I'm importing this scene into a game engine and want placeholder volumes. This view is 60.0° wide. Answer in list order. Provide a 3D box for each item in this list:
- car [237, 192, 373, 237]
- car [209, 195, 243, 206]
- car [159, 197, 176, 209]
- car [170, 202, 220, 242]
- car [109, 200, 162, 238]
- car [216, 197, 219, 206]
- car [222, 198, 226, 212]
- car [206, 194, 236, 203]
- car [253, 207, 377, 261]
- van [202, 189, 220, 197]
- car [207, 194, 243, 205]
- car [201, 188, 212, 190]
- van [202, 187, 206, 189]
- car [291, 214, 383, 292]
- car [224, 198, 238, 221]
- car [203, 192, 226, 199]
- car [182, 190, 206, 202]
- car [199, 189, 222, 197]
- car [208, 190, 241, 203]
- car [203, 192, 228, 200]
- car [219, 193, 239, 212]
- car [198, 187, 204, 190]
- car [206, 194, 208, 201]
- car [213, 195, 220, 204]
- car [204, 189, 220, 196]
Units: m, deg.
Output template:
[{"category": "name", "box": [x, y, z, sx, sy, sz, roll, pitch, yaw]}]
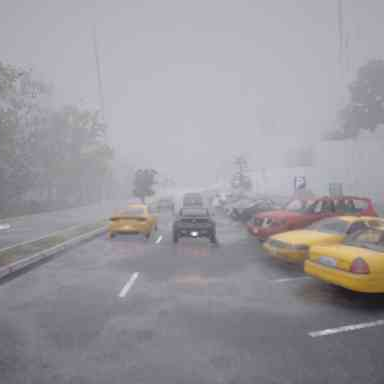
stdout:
[{"category": "car", "box": [5.050, 1.177, 13.723, 5.566, 2.045, 2.435, 1, 0, -20]}, {"category": "car", "box": [5.079, 1.236, 49.769, 4.674, 1.452, 2.002, 0, 1, -20]}, {"category": "car", "box": [-2.897, 1.343, 37.846, 2.128, 1.511, 4.902, 0, 0, 0]}, {"category": "car", "box": [0.100, 1.442, 15.960, 1.837, 1.490, 4.892, 0, 0, 0]}, {"category": "car", "box": [-2.899, 1.412, 17.292, 1.882, 1.535, 5.008, 0, 0, 0]}, {"category": "car", "box": [5.075, 1.425, 31.744, 4.674, 1.452, 2.002, 1, 1, -20]}, {"category": "car", "box": [5.075, 1.445, 25.744, 4.674, 1.452, 2.002, 1, 0, -20]}, {"category": "car", "box": [5.049, 1.076, 58.764, 4.792, 1.488, 2.163, 0, 1, -20]}, {"category": "car", "box": [4.897, 1.431, 10.671, 5.366, 1.575, 1.946, 1, 0, -20]}, {"category": "van", "box": [4.972, 0.294, 88.648, 4.442, 1.987, 1.878, 0, 1, -20]}, {"category": "car", "box": [5.246, 1.147, 52.841, 5.366, 1.575, 1.946, 0, 1, -20]}, {"category": "car", "box": [5.049, 0.605, 76.755, 4.553, 1.767, 2.185, 0, 1, -20]}, {"category": "van", "box": [5.188, 0.453, 79.788, 4.442, 1.987, 1.878, 0, 1, -20]}, {"category": "car", "box": [5.244, 1.447, 7.805, 5.366, 1.575, 1.946, 1, 0, -20]}, {"category": "car", "box": [5.065, 1.412, 22.743, 5.008, 1.535, 2.097, 1, 0, -20]}, {"category": "car", "box": [5.072, 0.823, 73.786, 4.674, 1.452, 2.002, 0, 1, -20]}, {"category": "car", "box": [0.103, 1.079, 37.080, 2.150, 2.045, 5.566, 0, 0, 0]}, {"category": "car", "box": [5.107, 0.216, 91.690, 5.566, 2.045, 2.435, 0, 1, -20]}, {"category": "car", "box": [5.102, 1.089, 37.765, 5.566, 2.045, 2.435, 1, 0, -20]}, {"category": "car", "box": [5.050, 0.865, 70.768, 4.792, 1.488, 2.163, 0, 1, -20]}, {"category": "car", "box": [5.105, 1.270, 28.754, 4.553, 1.767, 2.185, 1, 0, -20]}, {"category": "car", "box": [5.056, 0.322, 85.695, 5.566, 2.045, 2.435, 0, 1, -20]}, {"category": "car", "box": [4.902, 1.307, 40.695, 5.366, 1.575, 1.946, 1, 1, -20]}, {"category": "car", "box": [5.099, 1.392, 34.768, 4.792, 1.488, 2.163, 1, 0, -20]}, {"category": "car", "box": [5.052, 0.991, 46.745, 5.566, 2.045, 2.435, 0, 1, -20]}]
